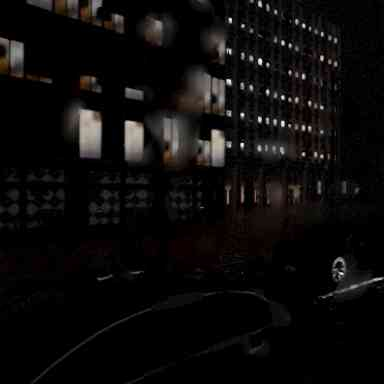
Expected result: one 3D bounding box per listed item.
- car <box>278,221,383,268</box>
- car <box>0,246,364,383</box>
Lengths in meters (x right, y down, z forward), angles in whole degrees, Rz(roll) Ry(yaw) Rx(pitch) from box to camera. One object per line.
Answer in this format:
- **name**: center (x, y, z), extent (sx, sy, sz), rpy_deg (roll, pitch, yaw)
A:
- **car**: center (4.235, 1.543, 9.575), extent (4.313, 1.339, 1.947), rpy_deg (0, 1, -36)
- **car**: center (-0.715, 1.504, 2.868), extent (4.892, 1.490, 1.837), rpy_deg (0, 0, -36)
